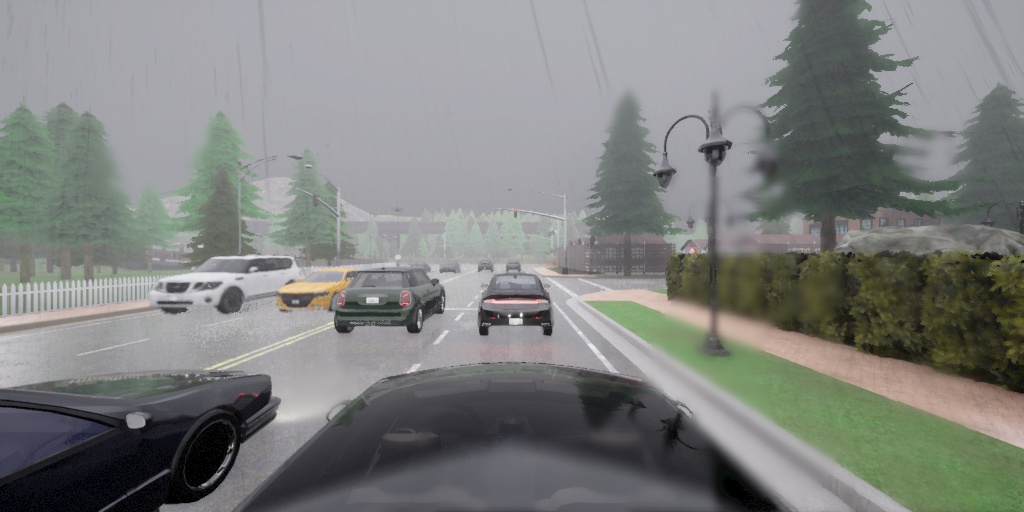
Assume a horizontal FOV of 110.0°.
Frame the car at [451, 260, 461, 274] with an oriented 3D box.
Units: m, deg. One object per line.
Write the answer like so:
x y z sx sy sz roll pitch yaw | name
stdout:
-7.004 1.254 40.785 1.837 1.490 4.892 0 0 0 | car

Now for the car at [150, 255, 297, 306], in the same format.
-10.575 0.971 13.976 2.150 2.045 5.566 0 0 0 | car

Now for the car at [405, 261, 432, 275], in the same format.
-10.505 1.314 40.495 1.994 1.385 4.181 0 0 0 | car

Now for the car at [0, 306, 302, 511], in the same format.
-3.403 1.297 1.350 2.033 1.411 5.357 0 0 0 | car

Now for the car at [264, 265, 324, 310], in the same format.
-7.074 1.227 14.212 1.882 1.535 5.008 0 0 0 | car

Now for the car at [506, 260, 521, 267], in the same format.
0.195 1.241 48.397 2.128 1.511 4.902 0 0 0 | car

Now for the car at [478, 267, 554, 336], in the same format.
0.101 1.242 10.394 2.128 1.511 4.902 0 0 0 | car

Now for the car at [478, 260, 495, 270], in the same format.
-3.308 1.255 46.003 1.837 1.490 4.892 0 0 0 | car

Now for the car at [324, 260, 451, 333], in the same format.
-3.395 1.102 10.876 2.097 1.767 4.553 0 0 0 | car
